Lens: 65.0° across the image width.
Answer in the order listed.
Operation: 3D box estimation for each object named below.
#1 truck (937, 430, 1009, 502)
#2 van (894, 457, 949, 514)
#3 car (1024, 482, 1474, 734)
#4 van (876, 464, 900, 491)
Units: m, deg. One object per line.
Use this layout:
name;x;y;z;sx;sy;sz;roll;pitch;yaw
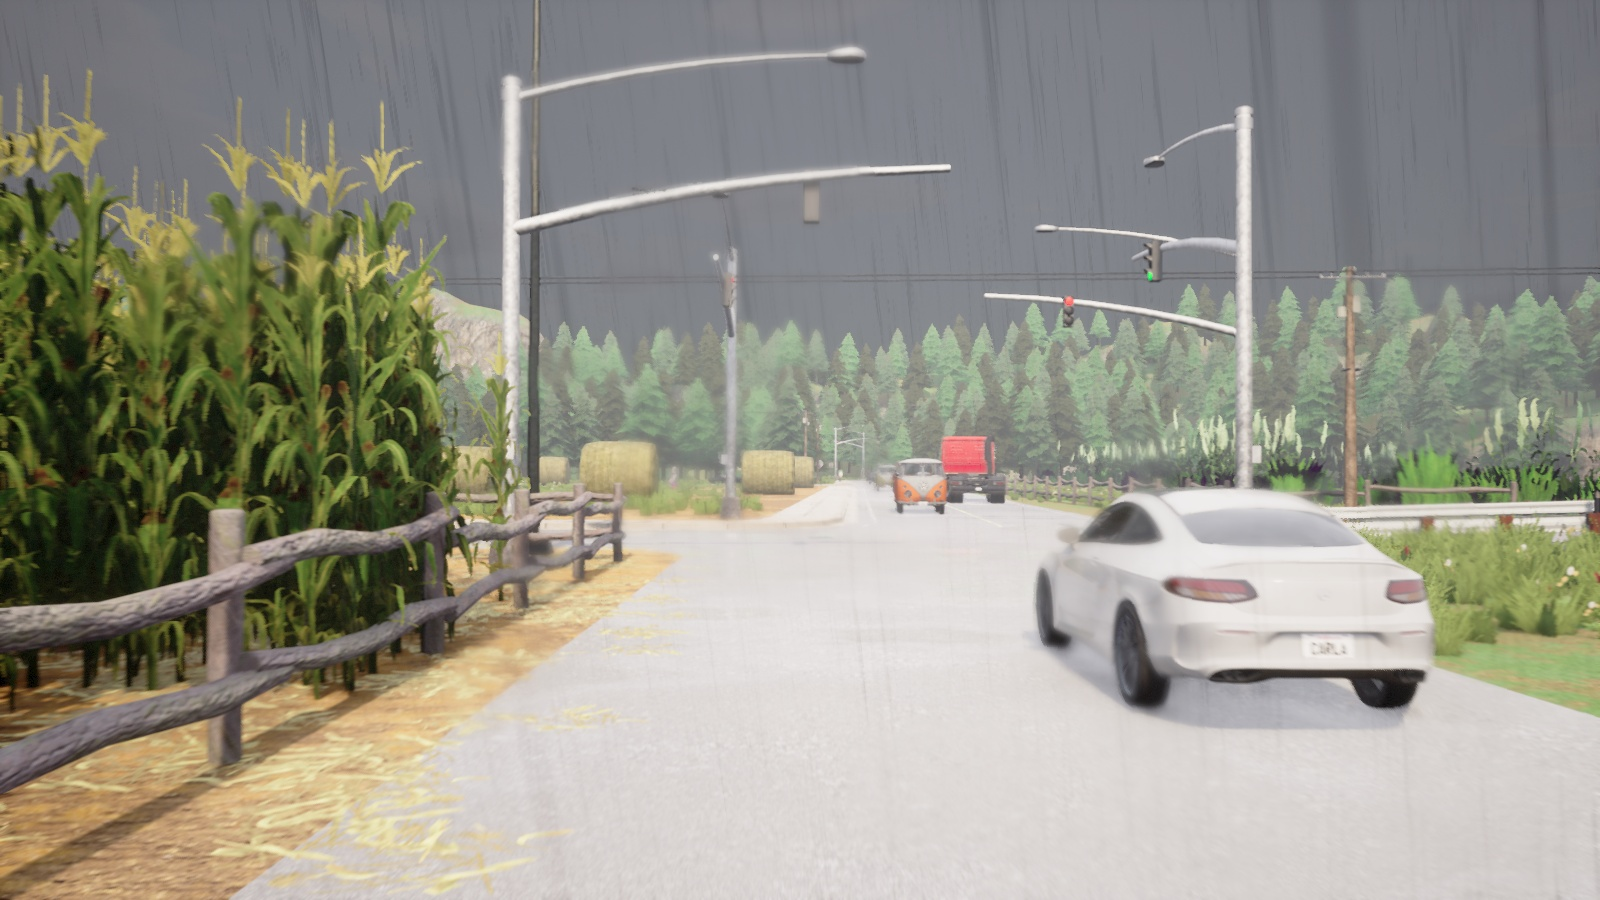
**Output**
truck;8.741;0.839;64.259;2.891;3.462;7.936;0;-1;3
van;4.409;1.287;46.148;1.775;1.987;4.442;0;-1;3
car;3.076;0.992;9.778;1.812;1.442;4.674;0;-1;0
van;6.683;2.107;95.662;1.775;1.987;4.442;0;-1;3
